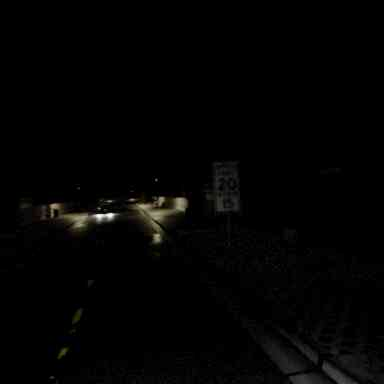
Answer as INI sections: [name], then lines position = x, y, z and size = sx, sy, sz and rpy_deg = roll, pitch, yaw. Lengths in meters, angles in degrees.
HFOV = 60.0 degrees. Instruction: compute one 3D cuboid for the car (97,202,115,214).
[car]
position = -10.970, 2.030, 42.513
size = 1.994, 1.385, 4.181
rpy_deg = -3, 0, -12
